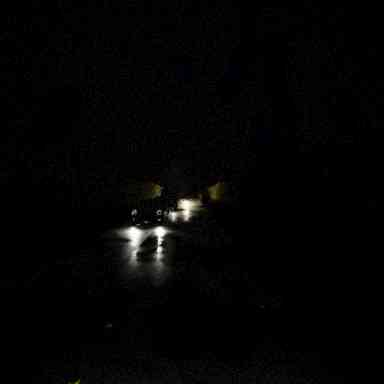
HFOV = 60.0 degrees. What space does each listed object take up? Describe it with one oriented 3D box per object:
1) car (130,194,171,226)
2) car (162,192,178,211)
[{"bbox_3d":[-2.813,1.260,22.680,2.097,1.767,4.553,0,0,0],"label":"car"},{"bbox_3d":[-2.794,1.063,39.463,2.150,2.045,5.566,0,0,0],"label":"car"}]
